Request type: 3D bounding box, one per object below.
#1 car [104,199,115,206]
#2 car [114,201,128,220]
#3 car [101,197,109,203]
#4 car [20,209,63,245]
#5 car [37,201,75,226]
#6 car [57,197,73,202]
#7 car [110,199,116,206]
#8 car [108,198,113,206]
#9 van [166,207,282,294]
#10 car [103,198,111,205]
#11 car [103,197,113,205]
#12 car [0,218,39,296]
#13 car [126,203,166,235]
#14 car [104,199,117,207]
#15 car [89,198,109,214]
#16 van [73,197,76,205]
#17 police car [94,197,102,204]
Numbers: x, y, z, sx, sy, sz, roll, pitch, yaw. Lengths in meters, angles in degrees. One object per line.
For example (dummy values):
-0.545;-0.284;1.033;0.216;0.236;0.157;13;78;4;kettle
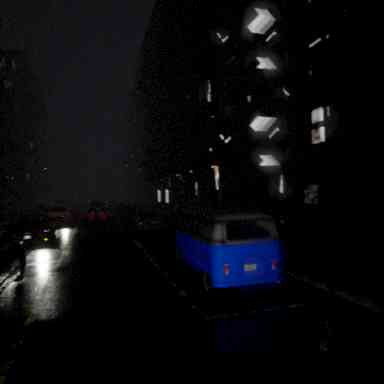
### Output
-17.028;2.086;68.278;1.887;1.381;4.507;-2;0;-17;car
-5.767;1.713;30.277;1.887;1.381;4.507;-2;0;-17;car
-23.464;2.218;89.987;1.967;1.590;4.097;-2;0;-17;car
-7.616;1.774;16.126;1.994;1.385;4.181;-2;0;-17;car
-10.512;1.776;25.942;1.882;1.535;5.008;-2;0;-16;car
-23.463;2.028;60.488;2.192;1.841;5.009;-2;0;-17;car
-7.375;1.766;35.705;1.887;1.381;4.507;-2;0;-17;car
-13.810;1.985;57.420;2.008;1.369;4.403;-2;0;-17;car
0.663;1.319;8.565;1.690;1.788;3.998;-2;0;-17;van
-20.244;2.235;79.135;1.802;1.307;4.206;-2;0;-17;car
-18.639;2.036;73.705;1.967;1.590;4.097;-2;0;-17;car
-5.001;1.628;7.311;2.128;1.511;4.902;-2;0;-16;car
-2.599;1.595;19.584;1.752;1.417;4.829;-2;0;-17;car
-15.418;2.038;62.849;2.008;1.369;4.403;-2;0;-17;car
-11.508;1.823;40.531;1.882;1.535;5.008;-2;0;-17;car
-28.288;2.219;76.774;1.690;1.788;3.998;-2;0;-17;van
-25.761;2.274;91.097;1.930;1.638;5.238;-2;0;-18;police car
